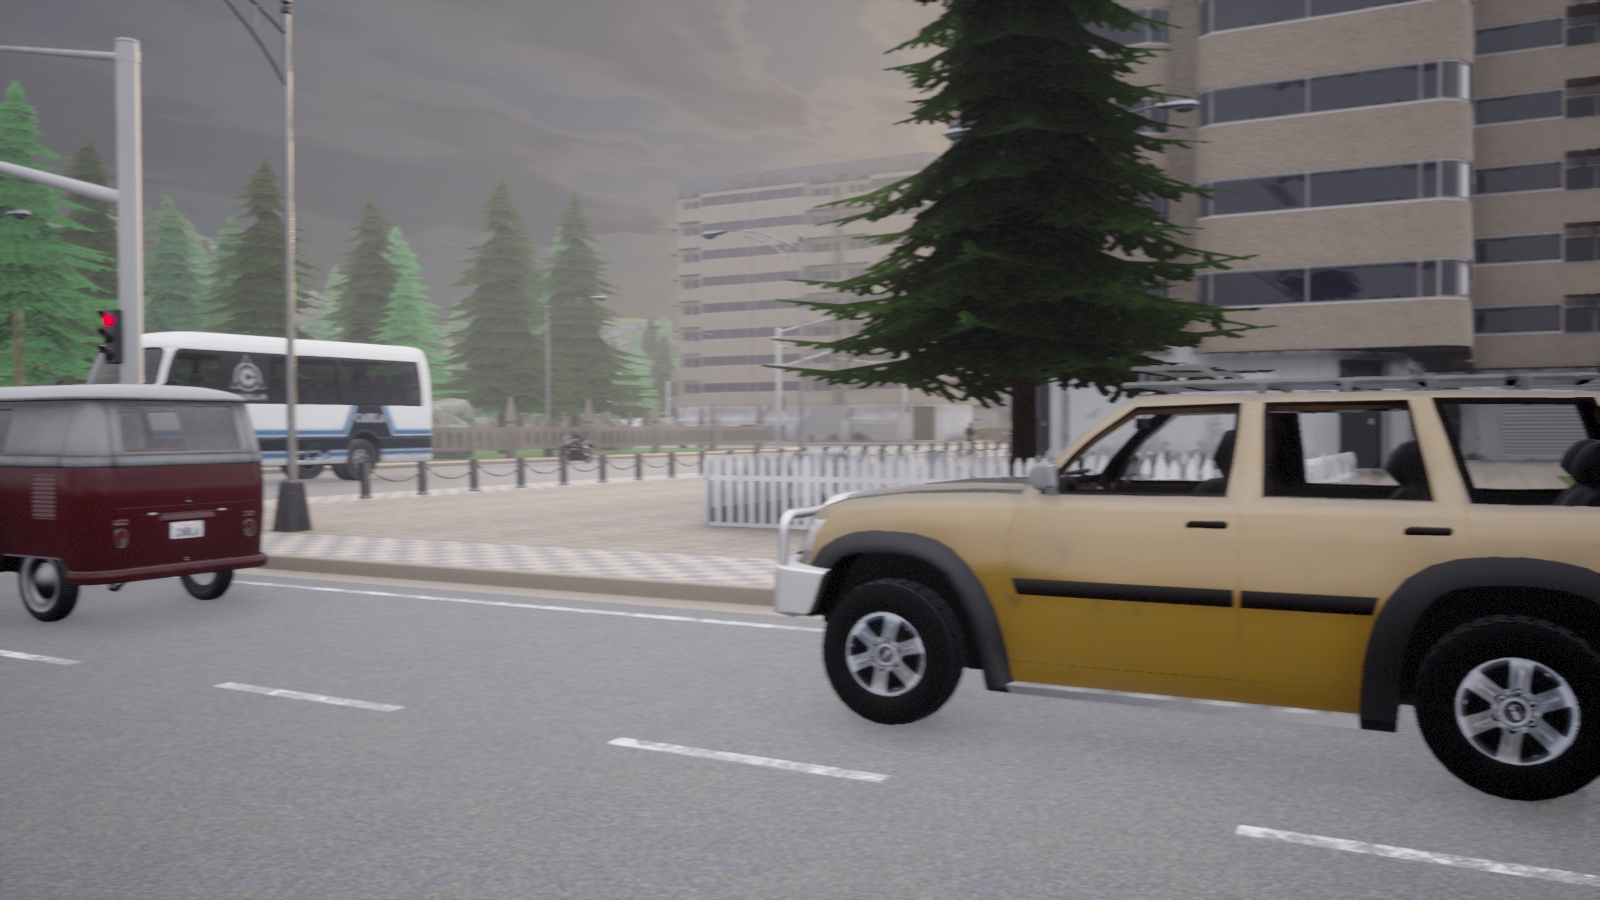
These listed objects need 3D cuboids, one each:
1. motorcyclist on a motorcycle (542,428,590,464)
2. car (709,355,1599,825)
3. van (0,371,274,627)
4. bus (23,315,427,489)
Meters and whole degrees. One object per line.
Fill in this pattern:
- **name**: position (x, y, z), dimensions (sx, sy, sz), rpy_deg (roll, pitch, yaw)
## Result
- **motorcyclist on a motorcycle**: position (-10.143, -0.185, 54.509), dimensions (0.866, 1.530, 2.191), rpy_deg (1, 1, 28)
- **car**: position (1.982, 0.522, 6.669), dimensions (4.605, 1.855, 1.932), rpy_deg (1, 1, 28)
- **van**: position (-7.111, 0.343, 11.570), dimensions (4.442, 1.987, 1.775), rpy_deg (1, 1, 28)
- **bus**: position (-16.015, -1.271, 36.220), dimensions (3.944, 4.253, 10.273), rpy_deg (1, 1, 28)
